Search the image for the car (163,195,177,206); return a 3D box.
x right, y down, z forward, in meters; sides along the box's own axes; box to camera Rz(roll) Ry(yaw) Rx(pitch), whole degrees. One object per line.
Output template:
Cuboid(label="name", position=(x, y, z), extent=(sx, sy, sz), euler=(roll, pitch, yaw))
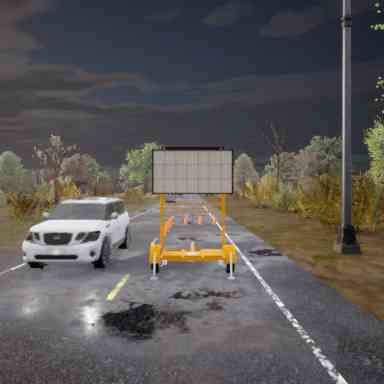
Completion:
Cuboid(label="car", position=(-3.480, 1.562, 52.116), extent=(1.895, 1.301, 4.718), euler=(0, 0, 0))

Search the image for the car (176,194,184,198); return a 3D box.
Cuboid(label="car", position=(-3.302, 0.923, 89.968), extent=(2.150, 2.045, 5.566), euler=(0, 0, 0))

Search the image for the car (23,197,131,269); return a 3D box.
Cuboid(label="car", position=(-3.573, 1.221, 11.496), extent=(2.150, 2.045, 5.566), euler=(0, 0, 0))

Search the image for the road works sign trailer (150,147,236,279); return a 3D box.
Cuboid(label="road works sign trailer", position=(0.023, 0.464, 9.989), extent=(2.380, 3.560, 2.880), euler=(0, 0, 0))
